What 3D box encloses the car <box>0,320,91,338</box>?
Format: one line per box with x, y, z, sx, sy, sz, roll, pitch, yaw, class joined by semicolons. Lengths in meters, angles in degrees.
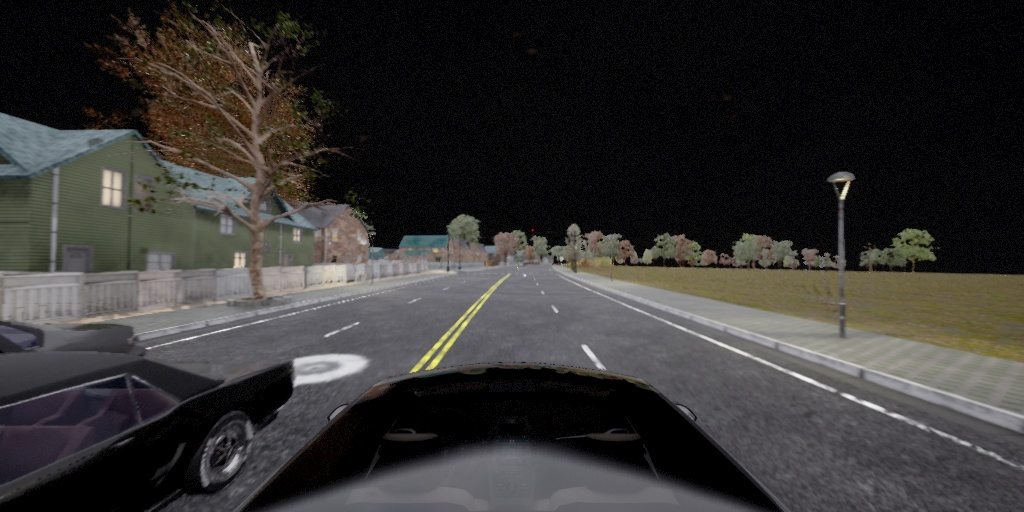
-6.606;1.308;3.119;2.033;1.411;5.357;0;-1;0;car

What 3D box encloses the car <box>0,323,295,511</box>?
-3.354;1.349;1.758;1.895;1.301;4.718;0;-1;0;car
